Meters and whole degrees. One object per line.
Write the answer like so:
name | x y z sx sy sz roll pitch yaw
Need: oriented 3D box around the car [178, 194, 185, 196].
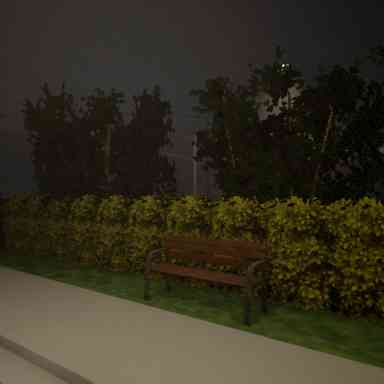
car | -2.914 1.032 57.655 1.837 1.490 4.892 0 2 35
